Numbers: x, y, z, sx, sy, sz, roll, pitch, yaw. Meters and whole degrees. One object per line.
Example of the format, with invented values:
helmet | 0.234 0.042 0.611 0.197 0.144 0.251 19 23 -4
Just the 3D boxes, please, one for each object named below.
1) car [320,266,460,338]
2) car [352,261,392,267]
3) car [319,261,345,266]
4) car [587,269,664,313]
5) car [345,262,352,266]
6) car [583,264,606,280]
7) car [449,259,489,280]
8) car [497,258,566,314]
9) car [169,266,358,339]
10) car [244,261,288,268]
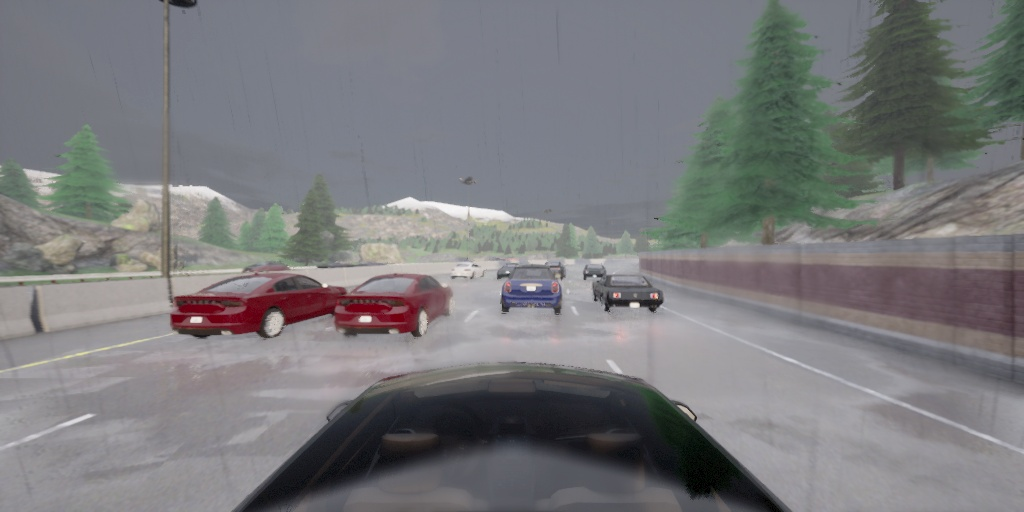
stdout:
car | -3.006 1.210 10.212 1.882 1.535 5.008 0 0 4
car | -13.420 1.277 35.987 1.895 1.301 4.718 0 0 13
car | -19.590 1.254 40.181 1.895 1.301 4.718 0 0 15
car | 4.326 1.353 14.191 1.895 1.301 4.718 0 0 6
car | -15.997 1.228 39.996 1.994 1.385 4.181 0 0 15
car | 7.247 1.346 31.381 1.895 1.301 4.718 0 0 13
car | -3.705 1.237 30.413 1.812 1.442 4.674 0 0 12
car | 0.829 1.093 13.978 2.097 1.767 4.553 0 0 5
car | -6.525 1.200 10.048 1.882 1.535 5.008 0 0 3
car | -24.262 1.207 35.465 1.994 1.385 4.181 0 0 12
